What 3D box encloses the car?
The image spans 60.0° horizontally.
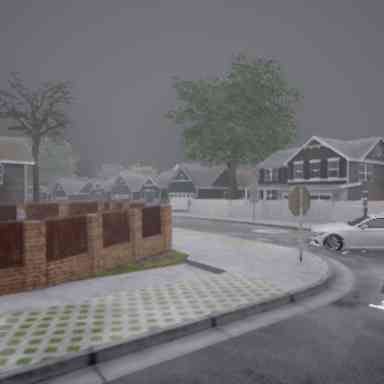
[{"bbox_3d":[6.918,1.516,12.423,4.674,1.442,1.812,0,1,20],"label":"car"}]
